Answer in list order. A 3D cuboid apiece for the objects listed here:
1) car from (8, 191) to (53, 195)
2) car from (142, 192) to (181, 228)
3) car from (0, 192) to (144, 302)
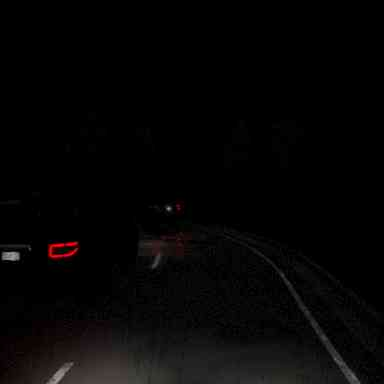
[{"bbox_3d":[-12.457,0.977,24.604,5.566,2.045,2.150,0,0,24],"label":"car"},{"bbox_3d":[-2.829,1.038,21.200,2.150,2.045,5.566,1,0,-34],"label":"car"},{"bbox_3d":[-2.889,1.143,8.251,2.150,2.045,5.566,0,0,3],"label":"car"}]
